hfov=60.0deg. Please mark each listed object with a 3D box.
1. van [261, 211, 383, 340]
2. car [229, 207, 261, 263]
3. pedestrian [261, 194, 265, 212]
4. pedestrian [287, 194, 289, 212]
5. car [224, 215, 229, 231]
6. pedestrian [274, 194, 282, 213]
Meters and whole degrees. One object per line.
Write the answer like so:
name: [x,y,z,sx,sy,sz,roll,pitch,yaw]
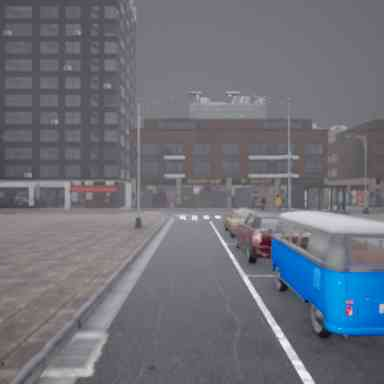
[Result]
van: [2.643,1.324,6.306,1.690,1.788,3.998,0,0,0]
car: [2.642,1.409,11.744,1.967,1.590,4.097,0,0,0]
pedestrian: [6.007,1.066,28.275,0.375,1.860,0.375,0,0,0]
pedestrian: [8.007,1.082,27.675,0.375,1.860,0.375,0,0,0]
car: [2.641,1.481,17.351,1.752,1.417,4.829,0,0,0]
pedestrian: [7.007,1.078,27.075,0.375,1.860,0.375,0,0,0]
